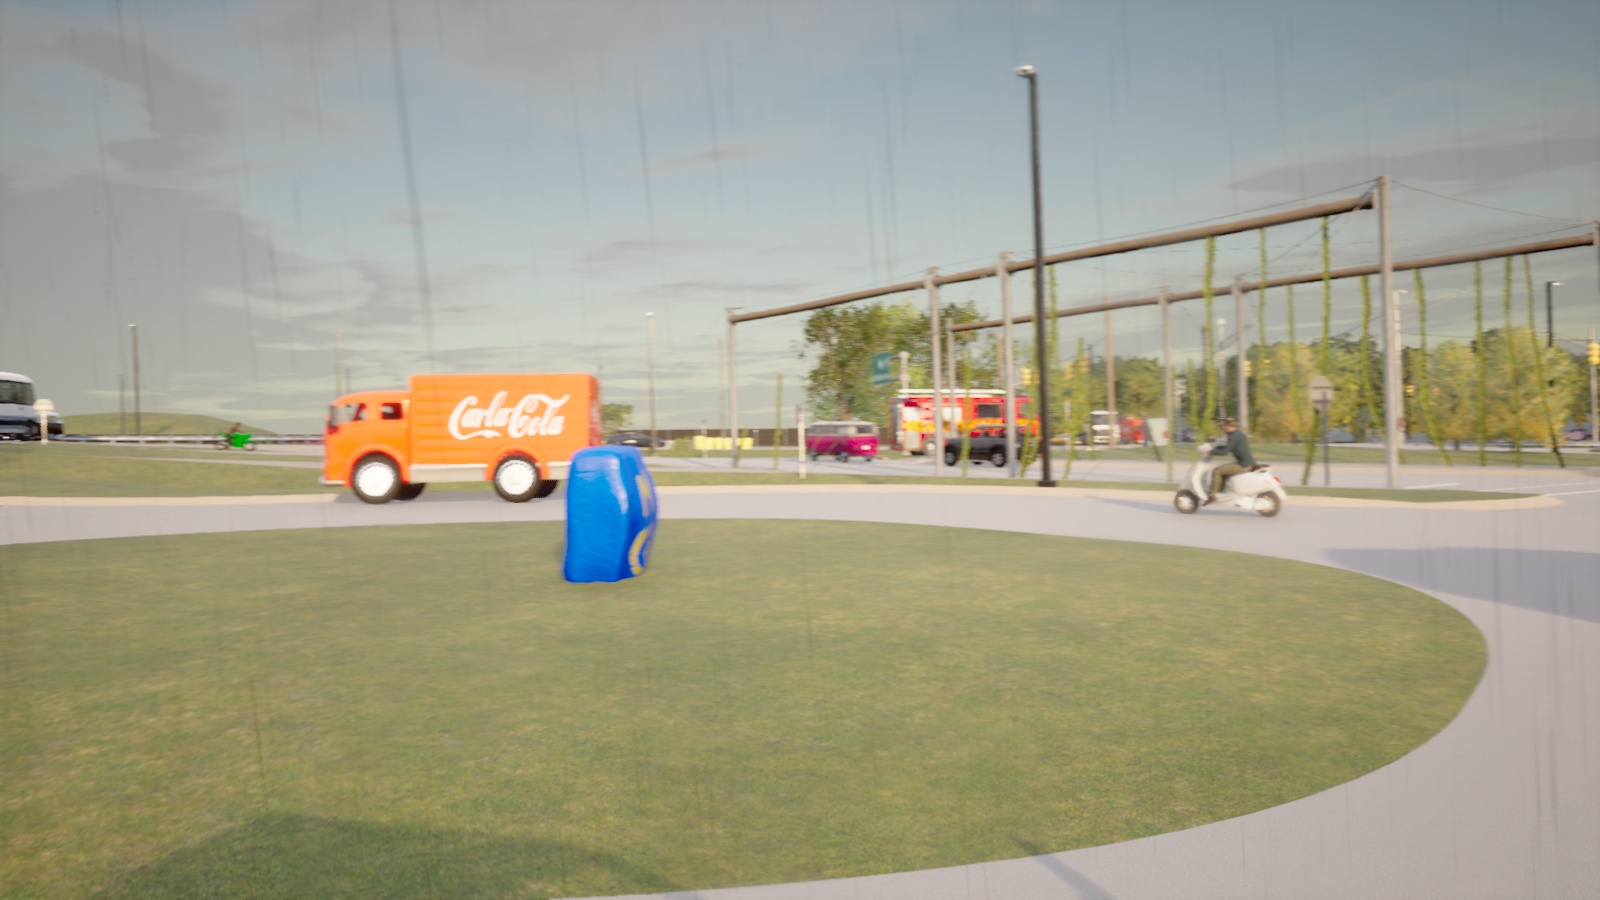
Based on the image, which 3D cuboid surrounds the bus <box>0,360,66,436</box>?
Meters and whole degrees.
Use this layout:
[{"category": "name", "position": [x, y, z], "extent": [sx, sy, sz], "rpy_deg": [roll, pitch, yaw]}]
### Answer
[{"category": "bus", "position": [-48.298, -3.098, 75.293], "extent": [3.944, 4.253, 10.273], "rpy_deg": [2, 0, -10]}]

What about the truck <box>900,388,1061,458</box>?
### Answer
[{"category": "truck", "position": [10.164, -1.466, 70.964], "extent": [8.468, 3.827, 2.891], "rpy_deg": [0, 0, -12]}]

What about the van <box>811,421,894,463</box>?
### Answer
[{"category": "van", "position": [2.510, -0.433, 61.446], "extent": [1.775, 1.987, 4.442], "rpy_deg": [-1, 2, -33]}]

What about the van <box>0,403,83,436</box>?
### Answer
[{"category": "van", "position": [-51.265, -2.045, 84.764], "extent": [2.069, 2.038, 4.480], "rpy_deg": [1, -1, 31]}]

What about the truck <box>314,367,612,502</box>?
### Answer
[{"category": "truck", "position": [-6.479, -0.278, 24.769], "extent": [5.204, 2.467, 2.627], "rpy_deg": [-1, 0, -2]}]

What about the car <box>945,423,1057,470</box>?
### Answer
[{"category": "car", "position": [8.455, -0.188, 53.222], "extent": [1.932, 1.855, 4.605], "rpy_deg": [-2, 2, -37]}]

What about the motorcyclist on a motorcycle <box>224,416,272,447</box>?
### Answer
[{"category": "motorcyclist on a motorcycle", "position": [-28.571, -0.958, 65.020], "extent": [2.044, 1.523, 0.797], "rpy_deg": [2, -1, -10]}]

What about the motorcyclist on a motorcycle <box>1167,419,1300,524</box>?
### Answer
[{"category": "motorcyclist on a motorcycle", "position": [6.969, 0.321, 20.215], "extent": [1.817, 1.590, 0.866], "rpy_deg": [0, 3, 39]}]
